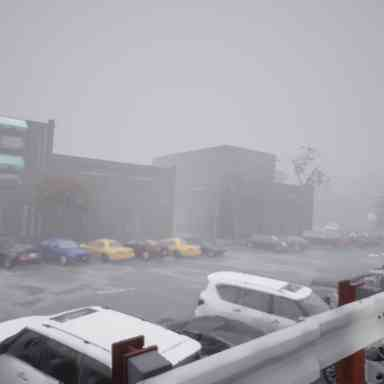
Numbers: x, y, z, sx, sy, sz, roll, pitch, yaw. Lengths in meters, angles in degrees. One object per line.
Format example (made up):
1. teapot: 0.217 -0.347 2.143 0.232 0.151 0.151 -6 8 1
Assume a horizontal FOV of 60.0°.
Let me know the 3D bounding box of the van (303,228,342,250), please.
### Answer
1. van: 15.081 5.678 39.782 4.442 1.987 1.878 1 -3 34

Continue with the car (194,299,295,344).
1. car: 0.236 3.867 8.160 4.792 1.488 2.163 2 -2 34

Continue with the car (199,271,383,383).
1. car: 2.754 3.794 9.892 5.566 2.045 2.435 3 -2 34

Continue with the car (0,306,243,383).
1. car: -2.195 3.382 6.406 5.566 2.045 2.435 3 -2 34

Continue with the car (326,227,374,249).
1. car: 20.003 6.055 43.154 5.566 2.045 2.435 1 -4 34

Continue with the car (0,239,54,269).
1. car: -11.237 3.729 20.778 4.792 1.488 2.163 1 -3 34

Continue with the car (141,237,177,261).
1. car: -4.011 4.302 25.936 5.008 1.535 2.097 1 -3 34

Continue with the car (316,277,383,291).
1. car: 5.161 4.250 11.678 4.892 1.521 2.231 3 -2 35

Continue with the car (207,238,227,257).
1. car: 0.807 4.734 29.366 4.792 1.488 2.163 1 -4 34

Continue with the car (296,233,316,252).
1. car: 10.379 5.507 36.268 4.892 1.521 2.231 1 -3 34

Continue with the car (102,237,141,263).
1. car: -6.569 4.096 24.309 5.366 1.575 1.946 1 -3 34

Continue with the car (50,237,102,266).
1. car: -8.815 3.900 22.483 5.008 1.535 2.097 1 -4 35

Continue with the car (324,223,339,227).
1. car: 28.848 7.550 68.833 2.435 2.045 5.566 2 -2 36

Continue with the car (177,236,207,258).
1. car: -1.773 4.497 27.752 5.366 1.575 1.946 1 -3 34

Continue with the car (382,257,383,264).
1. car: 12.551 4.614 16.929 5.566 2.045 2.435 2 -2 34

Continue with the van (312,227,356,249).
1. van: 17.480 5.878 41.503 4.442 1.987 1.878 1 -3 34

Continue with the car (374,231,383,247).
1. car: 22.403 6.254 44.875 5.566 2.045 2.435 1 -4 34

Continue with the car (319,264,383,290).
1. car: 7.603 4.202 13.450 5.566 2.045 2.435 2 -2 35

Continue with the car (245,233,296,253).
1. car: 7.957 5.179 34.567 4.553 1.767 2.185 1 -4 34
